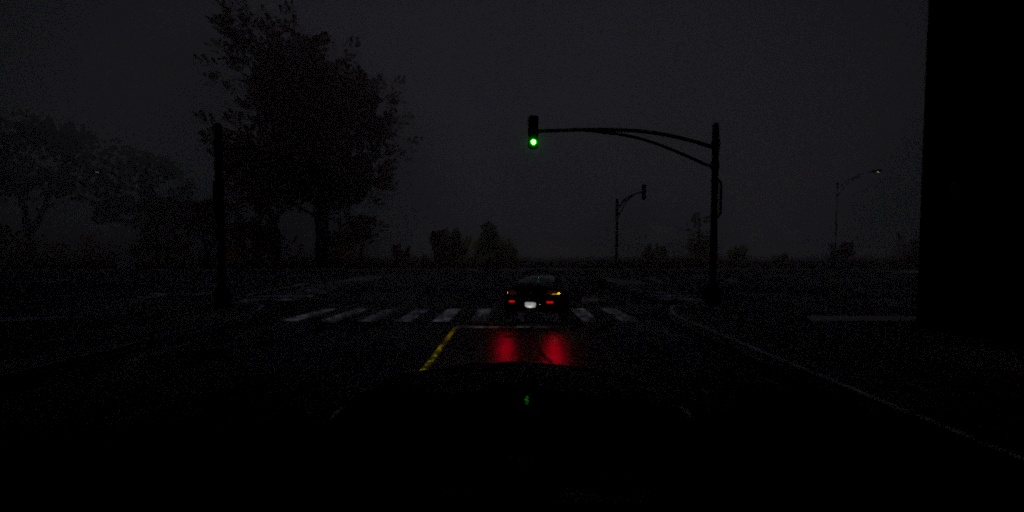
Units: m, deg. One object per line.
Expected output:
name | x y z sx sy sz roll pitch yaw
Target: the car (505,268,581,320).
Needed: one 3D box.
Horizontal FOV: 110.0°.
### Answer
car | 1.084 1.119 11.732 1.812 1.442 4.674 0 0 15
